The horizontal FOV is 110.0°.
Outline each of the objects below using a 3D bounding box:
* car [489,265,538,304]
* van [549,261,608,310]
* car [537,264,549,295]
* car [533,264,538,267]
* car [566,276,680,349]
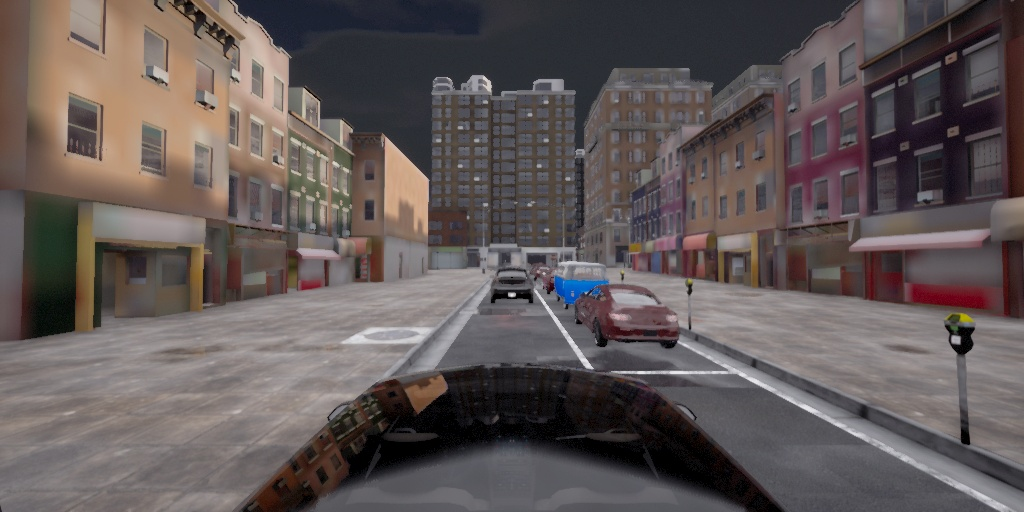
[{"bbox_3d":[0.001,1.285,16.504,1.837,1.490,4.892,0,0,0],"label":"car"},{"bbox_3d":[2.640,1.104,14.382,1.690,1.789,3.998,0,0,0],"label":"van"},{"bbox_3d":[2.640,1.320,19.819,1.888,1.381,4.507,0,0,0],"label":"car"},{"bbox_3d":[2.640,1.390,30.695,1.802,1.307,4.207,0,0,0],"label":"car"},{"bbox_3d":[2.640,1.337,8.944,1.802,1.307,4.207,0,0,0],"label":"car"}]
